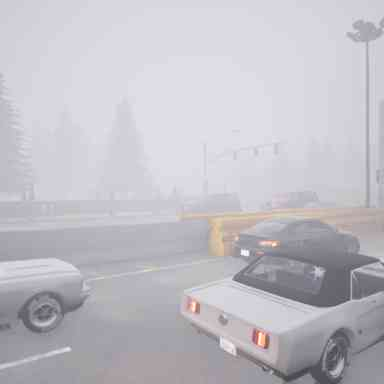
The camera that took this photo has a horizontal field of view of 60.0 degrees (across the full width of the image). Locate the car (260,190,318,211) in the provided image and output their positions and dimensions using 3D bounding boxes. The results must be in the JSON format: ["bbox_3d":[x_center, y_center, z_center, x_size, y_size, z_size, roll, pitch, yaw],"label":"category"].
[{"bbox_3d":[7.920,0.881,26.580,5.566,2.045,2.150,-1,0,-35],"label":"car"}]

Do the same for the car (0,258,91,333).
[{"bbox_3d":[-4.100,1.601,5.121,4.718,1.301,1.895,0,0,-35],"label":"car"}]

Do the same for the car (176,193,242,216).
[{"bbox_3d":[1.435,1.113,26.359,5.566,2.045,2.150,0,0,-35],"label":"car"}]

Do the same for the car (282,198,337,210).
[{"bbox_3d":[8.595,1.387,22.794,4.674,1.442,1.812,0,0,-35],"label":"car"}]

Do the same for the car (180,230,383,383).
[{"bbox_3d":[2.253,1.576,5.335,4.718,1.301,1.895,-1,0,-35],"label":"car"}]

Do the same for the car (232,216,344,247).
[{"bbox_3d":[3.321,1.473,10.375,4.674,1.442,1.812,-1,0,-35],"label":"car"}]
